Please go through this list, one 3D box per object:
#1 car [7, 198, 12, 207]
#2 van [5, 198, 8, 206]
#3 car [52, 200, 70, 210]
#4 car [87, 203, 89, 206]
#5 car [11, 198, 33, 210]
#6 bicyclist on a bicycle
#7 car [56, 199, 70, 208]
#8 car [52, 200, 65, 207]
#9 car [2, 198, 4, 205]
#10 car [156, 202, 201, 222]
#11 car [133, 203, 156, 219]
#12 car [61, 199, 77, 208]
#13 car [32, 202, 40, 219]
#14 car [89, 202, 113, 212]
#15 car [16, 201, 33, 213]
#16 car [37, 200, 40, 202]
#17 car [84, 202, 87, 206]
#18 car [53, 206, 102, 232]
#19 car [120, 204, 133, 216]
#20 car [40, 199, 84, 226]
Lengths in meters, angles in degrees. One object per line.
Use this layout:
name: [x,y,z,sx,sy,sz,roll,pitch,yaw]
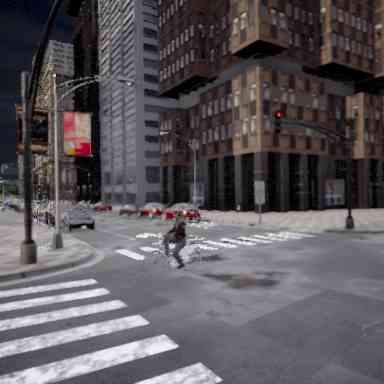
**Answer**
car: [-34.131,2.378,64.879,2.192,1.841,5.009,-1,0,-32]
van: [-42.775,2.641,78.671,1.690,1.788,3.998,-1,0,-32]
car: [-22.741,2.276,57.569,1.882,1.535,5.008,-1,0,-32]
car: [-18.346,2.225,55.753,1.752,1.417,4.829,-1,0,-32]
car: [-28.368,2.222,55.685,2.192,1.841,5.009,-1,0,-32]
bicyclist on a bicycle: [-0.556,1.452,9.439,1.843,1.776,0.659,0,-1,-32]
car: [-26.900,2.371,69.398,1.967,1.590,4.097,-1,0,-32]
car: [-29.780,2.554,73.993,1.887,1.381,4.507,-1,0,-32]
car: [-45.654,2.818,83.268,1.967,1.590,4.097,-1,0,-32]
car: [-0.972,1.688,28.032,1.967,1.590,4.097,-1,0,-32]
car: [-3.853,1.762,32.628,1.967,1.590,4.097,-1,0,-32]
car: [-24.019,2.292,64.801,1.967,1.590,4.097,-1,0,-32]
car: [-16.747,2.126,37.153,1.752,1.417,4.829,-1,0,-32]
car: [-12.493,2.090,46.416,1.887,1.381,4.507,-1,0,-32]
car: [-25.481,2.412,51.088,1.802,1.307,4.206,-1,0,-32]
car: [-21.969,2.261,50.691,1.837,1.490,4.892,-1,0,-32]
car: [-17.660,2.210,49.523,2.033,1.411,5.357,-1,0,-31]
car: [-8.192,1.946,23.505,1.947,1.339,4.313,-1,0,-32]
car: [-6.730,1.978,37.224,1.802,1.307,4.206,-1,0,-32]
car: [-11.079,1.769,28.103,2.192,1.841,5.009,-1,0,-32]
